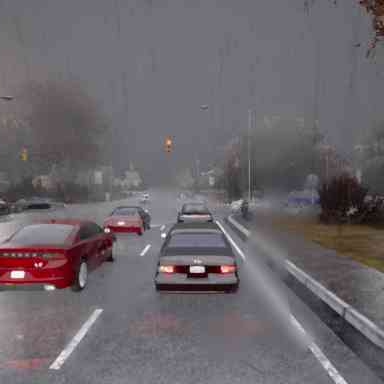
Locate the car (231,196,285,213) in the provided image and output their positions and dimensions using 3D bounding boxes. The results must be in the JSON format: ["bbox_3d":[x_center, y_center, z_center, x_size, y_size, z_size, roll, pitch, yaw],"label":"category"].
[{"bbox_3d":[6.095,1.289,32.009,4.674,1.442,1.812,0,1,-3],"label":"car"}]

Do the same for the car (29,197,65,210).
[{"bbox_3d":[-15.851,1.231,34.719,4.902,1.511,2.128,0,1,-9],"label":"car"}]

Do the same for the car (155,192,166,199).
[{"bbox_3d":[-7.107,0.854,75.759,2.128,1.511,4.902,0,1,-1],"label":"car"}]

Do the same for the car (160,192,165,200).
[{"bbox_3d":[-7.039,0.947,65.371,2.128,1.511,4.902,0,1,0],"label":"car"}]

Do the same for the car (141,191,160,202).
[{"bbox_3d":[-7.082,0.778,55.199,2.150,2.045,5.566,0,1,0],"label":"car"}]

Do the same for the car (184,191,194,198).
[{"bbox_3d":[-0.473,0.695,86.141,2.128,1.511,4.902,0,1,-4],"label":"car"}]

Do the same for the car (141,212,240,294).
[{"bbox_3d":[0.102,1.513,8.883,2.033,1.411,5.357,0,0,0],"label":"car"}]

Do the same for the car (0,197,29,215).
[{"bbox_3d":[-17.774,1.306,30.141,4.674,1.442,1.812,0,0,3],"label":"car"}]

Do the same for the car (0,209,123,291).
[{"bbox_3d":[-3.396,1.443,8.956,1.882,1.535,5.008,0,0,0],"label":"car"}]

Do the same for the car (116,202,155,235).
[{"bbox_3d":[-3.395,1.454,17.943,1.994,1.385,4.181,0,1,0],"label":"car"}]

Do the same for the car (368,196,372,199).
[{"bbox_3d":[24.074,1.206,43.738,5.357,1.411,2.033,0,1,-3],"label":"car"}]

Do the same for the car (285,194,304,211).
[{"bbox_3d":[8.963,1.222,35.675,4.902,1.511,2.128,0,1,-3],"label":"car"}]

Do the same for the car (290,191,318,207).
[{"bbox_3d":[13.773,0.886,43.156,5.566,2.045,2.150,0,1,-4],"label":"car"}]

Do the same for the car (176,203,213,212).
[{"bbox_3d":[0.133,1.376,18.575,2.128,1.511,4.902,0,1,-1],"label":"car"}]

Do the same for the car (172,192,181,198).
[{"bbox_3d":[-3.973,0.705,86.048,2.128,1.511,4.902,0,1,-4],"label":"car"}]
